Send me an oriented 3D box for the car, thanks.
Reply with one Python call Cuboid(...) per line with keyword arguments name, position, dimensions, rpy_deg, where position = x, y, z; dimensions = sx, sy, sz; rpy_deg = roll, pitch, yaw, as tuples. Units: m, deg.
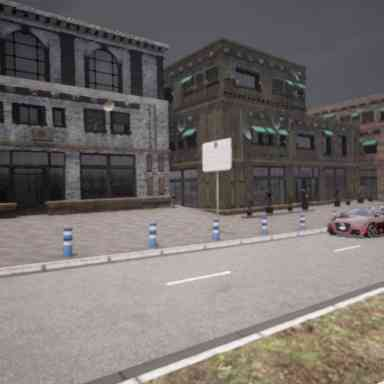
Cuboid(name="car", position=(8.736, 1.476, 16.915), dimensions=(4.181, 1.385, 1.994), rpy_deg=(-1, 1, -36))
